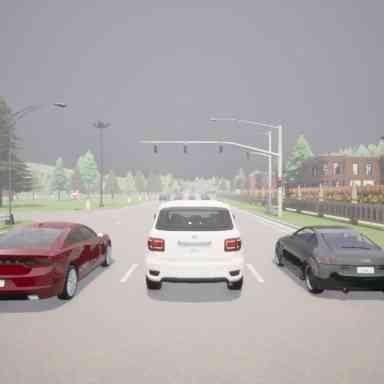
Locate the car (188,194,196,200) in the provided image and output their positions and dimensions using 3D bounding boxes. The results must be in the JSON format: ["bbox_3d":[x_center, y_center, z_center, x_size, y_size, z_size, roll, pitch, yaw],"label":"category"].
[{"bbox_3d":[0.018,1.372,92.095,2.033,1.411,5.357,0,0,0],"label":"car"}]

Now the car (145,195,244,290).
[{"bbox_3d":[0.068,1.221,9.219,2.150,2.045,5.566,0,0,0],"label":"car"}]

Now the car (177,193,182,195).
[{"bbox_3d":[-3.484,1.516,82.092,1.812,1.442,4.674,0,0,0],"label":"car"}]

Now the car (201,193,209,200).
[{"bbox_3d":[3.518,1.187,92.064,2.097,1.767,4.553,0,0,0],"label":"car"}]

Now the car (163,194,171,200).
[{"bbox_3d":[-6.982,1.332,92.096,1.837,1.490,4.892,0,0,0],"label":"car"}]

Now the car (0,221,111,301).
[{"bbox_3d":[-3.438,1.478,8.411,1.882,1.535,5.008,0,0,0],"label":"car"}]

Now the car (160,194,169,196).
[{"bbox_3d":[-6.984,1.347,82.063,2.097,1.767,4.553,0,0,0],"label":"car"}]

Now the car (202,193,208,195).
[{"bbox_3d":[3.516,1.587,82.121,1.895,1.301,4.718,0,0,0],"label":"car"}]

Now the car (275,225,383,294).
[{"bbox_3d":[3.566,1.564,8.806,1.994,1.385,4.181,0,0,0],"label":"car"}]

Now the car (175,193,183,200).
[{"bbox_3d":[-3.482,1.187,92.065,2.097,1.767,4.553,0,0,0],"label":"car"}]
